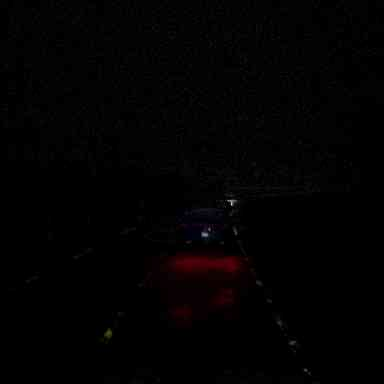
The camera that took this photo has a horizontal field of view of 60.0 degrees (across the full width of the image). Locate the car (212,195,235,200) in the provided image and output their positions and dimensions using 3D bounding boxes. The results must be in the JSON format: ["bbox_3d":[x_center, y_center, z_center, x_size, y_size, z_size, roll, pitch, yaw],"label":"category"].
[{"bbox_3d":[2.262,1.195,27.889,1.994,1.385,4.181,0,1,9],"label":"car"}]

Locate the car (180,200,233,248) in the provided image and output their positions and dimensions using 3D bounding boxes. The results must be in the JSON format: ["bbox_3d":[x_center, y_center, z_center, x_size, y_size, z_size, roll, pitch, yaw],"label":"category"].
[{"bbox_3d":[0.687,1.301,13.885,1.882,1.535,5.008,0,0,5],"label":"car"}]

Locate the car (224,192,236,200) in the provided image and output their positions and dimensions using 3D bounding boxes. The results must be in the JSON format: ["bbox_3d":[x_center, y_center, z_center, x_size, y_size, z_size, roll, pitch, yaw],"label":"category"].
[{"bbox_3d":[6.706,0.667,59.725,1.812,1.442,4.674,1,1,18],"label":"car"}]
